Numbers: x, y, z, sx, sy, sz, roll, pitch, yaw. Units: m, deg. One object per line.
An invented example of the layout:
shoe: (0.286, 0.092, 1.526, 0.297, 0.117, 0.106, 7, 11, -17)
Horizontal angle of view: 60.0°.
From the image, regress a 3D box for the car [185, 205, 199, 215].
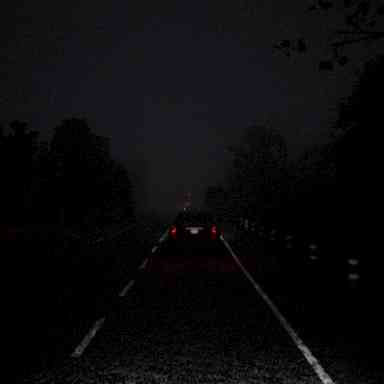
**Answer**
car: (-0.002, 3.017, 56.444, 2.128, 1.511, 4.902, 0, -2, 0)

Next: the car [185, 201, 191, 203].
car: (-0.006, 3.447, 74.095, 2.097, 1.767, 4.553, 0, -2, 0)

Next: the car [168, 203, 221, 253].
car: (0.094, 1.585, 15.085, 2.097, 1.767, 4.553, 0, -1, 0)
